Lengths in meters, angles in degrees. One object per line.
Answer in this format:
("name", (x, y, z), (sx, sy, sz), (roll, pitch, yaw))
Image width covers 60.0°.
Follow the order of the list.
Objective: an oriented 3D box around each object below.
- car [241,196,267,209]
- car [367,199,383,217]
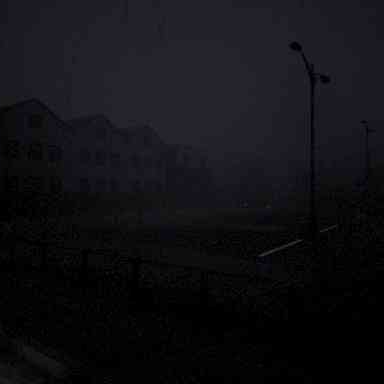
("car", (7.975, 1.313, 42.816), (1.837, 1.490, 4.892), (0, 0, 35))
("car", (15.420, 1.298, 26.809), (2.007, 1.523, 4.514), (0, 0, 35))
